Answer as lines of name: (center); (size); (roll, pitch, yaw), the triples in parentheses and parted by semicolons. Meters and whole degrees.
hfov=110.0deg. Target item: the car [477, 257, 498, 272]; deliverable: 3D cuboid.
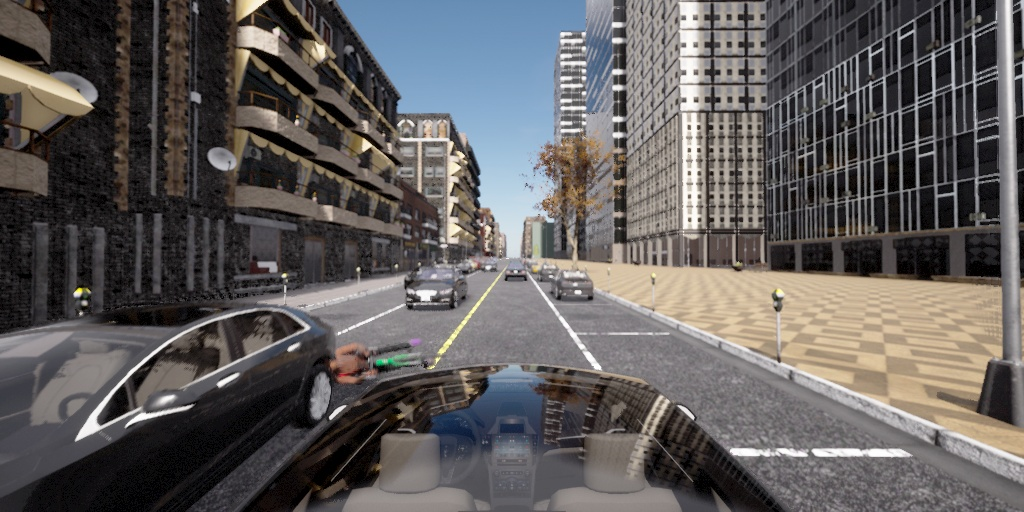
car: (-2.760, 1.231, 44.654); (2.128, 1.511, 4.902); (0, 0, 0)

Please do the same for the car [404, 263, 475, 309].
car: (-2.999, 1.236, 15.044); (2.128, 1.511, 4.902); (0, 0, 0)

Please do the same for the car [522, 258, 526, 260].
car: (0.445, 1.219, 45.265); (1.882, 1.535, 5.008); (0, 0, 0)

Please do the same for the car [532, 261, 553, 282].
car: (2.899, 1.293, 28.484); (2.007, 1.370, 4.403); (0, 0, 0)

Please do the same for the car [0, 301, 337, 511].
car: (-3.151, 1.231, 2.901); (1.837, 1.490, 4.892); (-1, 0, -3)

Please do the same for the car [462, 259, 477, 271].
car: (-5.391, 1.307, 39.693); (1.948, 1.339, 4.313); (0, 0, 0)

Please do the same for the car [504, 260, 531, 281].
car: (0.326, 1.290, 30.469); (2.033, 1.411, 5.357); (0, 0, 1)

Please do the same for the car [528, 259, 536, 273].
car: (2.991, 1.267, 39.794); (1.751, 1.417, 4.829); (0, 0, 0)

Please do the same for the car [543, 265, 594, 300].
car: (2.808, 1.296, 17.345); (2.007, 1.370, 4.403); (0, 0, 0)

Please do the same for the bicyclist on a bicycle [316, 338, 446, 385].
bicyclist on a bicycle: (-1.809, 1.486, 5.036); (1.620, 0.582, 1.656); (1, -16, -21)
